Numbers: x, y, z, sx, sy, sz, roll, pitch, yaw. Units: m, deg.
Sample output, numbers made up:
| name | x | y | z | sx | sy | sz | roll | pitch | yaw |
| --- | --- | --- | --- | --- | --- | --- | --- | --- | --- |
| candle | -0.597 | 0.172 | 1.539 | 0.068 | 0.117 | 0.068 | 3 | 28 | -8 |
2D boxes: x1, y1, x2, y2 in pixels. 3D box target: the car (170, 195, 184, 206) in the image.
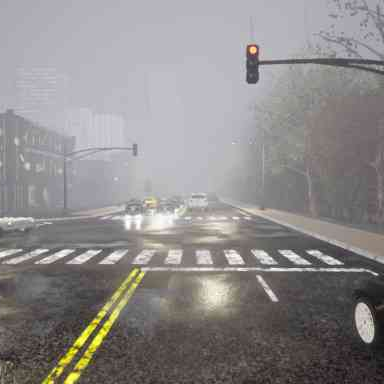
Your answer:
| name | x | y | z | sx | sy | sz | roll | pitch | yaw |
| --- | --- | --- | --- | --- | --- | --- | --- | --- | --- |
| car | -2.473 | 1.332 | 56.490 | 2.097 | 1.767 | 4.553 | 0 | 0 | 1 |

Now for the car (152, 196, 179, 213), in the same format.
| name | x | y | z | sx | sy | sz | roll | pitch | yaw |
| --- | --- | --- | --- | --- | --- | --- | --- | --- | --- |
| car | -2.831 | 1.480 | 36.692 | 2.128 | 1.511 | 4.902 | 0 | 0 | -2 |

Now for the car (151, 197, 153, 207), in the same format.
| name | x | y | z | sx | sy | sz | roll | pitch | yaw |
| --- | --- | --- | --- | --- | --- | --- | --- | --- | --- |
| car | -5.886 | 1.462 | 45.876 | 1.882 | 1.535 | 5.008 | 0 | 0 | 1 |

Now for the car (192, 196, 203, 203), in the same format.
| name | x | y | z | sx | sy | sz | roll | pitch | yaw |
| --- | --- | --- | --- | --- | --- | --- | --- | --- | --- |
| car | 1.132 | 1.522 | 67.394 | 2.033 | 1.411 | 5.357 | 0 | 0 | 1 |

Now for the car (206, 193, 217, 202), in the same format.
| name | x | y | z | sx | sy | sz | roll | pitch | yaw |
| --- | --- | --- | --- | --- | --- | --- | --- | --- | --- |
| car | 4.419 | 1.194 | 76.625 | 2.150 | 2.045 | 5.566 | 0 | 0 | 1 |

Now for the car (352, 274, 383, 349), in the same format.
| name | x | y | z | sx | sy | sz | roll | pitch | yaw |
| --- | --- | --- | --- | --- | --- | --- | --- | --- | --- |
| car | 3.396 | 1.477 | 3.207 | 1.882 | 1.535 | 5.008 | 0 | 0 | 1 |

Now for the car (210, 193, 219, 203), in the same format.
| name | x | y | z | sx | sy | sz | roll | pitch | yaw |
| --- | --- | --- | --- | --- | --- | --- | --- | --- | --- |
| car | 4.359 | 1.480 | 66.162 | 1.837 | 1.490 | 4.892 | 0 | 0 | 1 |

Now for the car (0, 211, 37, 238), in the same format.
| name | x | y | z | sx | sy | sz | roll | pitch | yaw |
| --- | --- | --- | --- | --- | --- | --- | --- | --- | --- |
| car | -10.676 | 1.673 | 17.636 | 4.718 | 1.301 | 1.895 | -2 | 0 | 19 |

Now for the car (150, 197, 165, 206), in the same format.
| name | x | y | z | sx | sy | sz | roll | pitch | yaw |
| --- | --- | --- | --- | --- | --- | --- | --- | --- | --- |
| car | -5.716 | 1.544 | 55.927 | 1.994 | 1.385 | 4.181 | 0 | 0 | 2 |

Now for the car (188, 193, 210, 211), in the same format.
| name | x | y | z | sx | sy | sz | roll | pitch | yaw |
| --- | --- | --- | --- | --- | --- | --- | --- | --- | --- |
| car | 0.766 | 1.210 | 41.185 | 2.150 | 2.045 | 5.566 | 0 | 0 | 0 |

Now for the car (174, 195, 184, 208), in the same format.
| name | x | y | z | sx | sy | sz | roll | pitch | yaw |
| --- | --- | --- | --- | --- | --- | --- | --- | --- | --- |
| car | -2.631 | 1.476 | 46.199 | 2.128 | 1.511 | 4.902 | 0 | 0 | 1 |

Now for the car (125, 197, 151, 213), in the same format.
| name | x | y | z | sx | sy | sz | roll | pitch | yaw |
| --- | --- | --- | --- | --- | --- | --- | --- | --- | --- |
| car | -6.048 | 1.480 | 36.364 | 2.128 | 1.511 | 4.902 | 0 | 0 | -1 |
